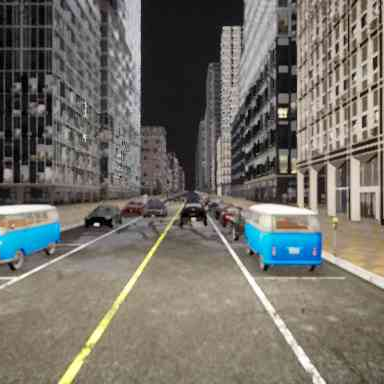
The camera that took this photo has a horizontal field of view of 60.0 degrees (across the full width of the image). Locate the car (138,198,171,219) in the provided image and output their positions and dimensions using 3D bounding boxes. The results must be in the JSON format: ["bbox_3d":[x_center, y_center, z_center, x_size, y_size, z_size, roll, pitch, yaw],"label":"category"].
[{"bbox_3d":[-3.095,1.530,29.114,2.033,1.411,5.357,0,0,0],"label":"car"}]

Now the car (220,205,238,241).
[{"bbox_3d":[2.702,1.543,16.292,2.008,1.369,4.403,1,0,0],"label":"car"}]

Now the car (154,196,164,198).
[{"bbox_3d":[-5.672,1.539,49.527,1.802,1.307,4.206,1,0,0],"label":"car"}]

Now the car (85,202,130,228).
[{"bbox_3d":[-5.677,1.555,21.996,1.947,1.339,4.313,1,0,0],"label":"car"}]

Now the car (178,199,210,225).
[{"bbox_3d":[0.106,1.493,23.790,1.837,1.490,4.892,0,0,0],"label":"car"}]

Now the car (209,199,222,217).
[{"bbox_3d":[2.704,1.550,27.640,1.947,1.339,4.313,1,0,0],"label":"car"}]

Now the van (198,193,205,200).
[{"bbox_3d":[2.720,1.201,94.109,1.690,1.788,3.998,1,0,0],"label":"van"}]

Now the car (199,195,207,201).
[{"bbox_3d":[2.715,1.454,82.955,1.947,1.339,4.313,1,0,0],"label":"car"}]

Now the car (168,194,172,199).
[{"bbox_3d":[-5.668,1.491,66.249,1.947,1.339,4.313,1,0,0],"label":"car"}]

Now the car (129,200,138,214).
[{"bbox_3d":[-5.675,1.523,33.347,1.887,1.381,4.507,1,0,0],"label":"car"}]

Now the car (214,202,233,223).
[{"bbox_3d":[2.703,1.570,21.967,1.802,1.307,4.206,1,0,0],"label":"car"}]

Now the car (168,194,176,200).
[{"bbox_3d":[-5.661,1.300,94.122,1.967,1.590,4.097,1,0,0],"label":"car"}]

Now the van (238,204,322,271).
[{"bbox_3d":[2.704,1.336,10.618,1.690,1.788,3.998,1,0,0],"label":"van"}]

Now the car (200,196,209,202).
[{"bbox_3d":[2.713,1.495,71.802,1.802,1.307,4.206,1,0,0],"label":"car"}]

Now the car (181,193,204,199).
[{"bbox_3d":[0.109,1.322,41.077,2.097,1.767,4.553,0,0,0],"label":"car"}]

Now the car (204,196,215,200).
[{"bbox_3d":[2.706,1.524,38.339,2.008,1.369,4.403,1,0,0],"label":"car"}]

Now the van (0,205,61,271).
[{"bbox_3d":[-5.677,1.337,10.646,1.690,1.788,3.998,1,0,0],"label":"van"}]

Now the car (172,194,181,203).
[{"bbox_3d":[-2.987,1.412,69.608,1.837,1.490,4.892,0,0,0],"label":"car"}]

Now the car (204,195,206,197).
[{"bbox_3d":[2.710,1.397,49.494,1.967,1.590,4.097,1,0,0],"label":"car"}]

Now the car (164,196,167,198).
[{"bbox_3d":[-5.669,1.387,55.100,1.967,1.590,4.097,1,0,0],"label":"car"}]

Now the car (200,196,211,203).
[{"bbox_3d":[2.712,1.475,66.225,2.008,1.369,4.403,1,0,0],"label":"car"}]
